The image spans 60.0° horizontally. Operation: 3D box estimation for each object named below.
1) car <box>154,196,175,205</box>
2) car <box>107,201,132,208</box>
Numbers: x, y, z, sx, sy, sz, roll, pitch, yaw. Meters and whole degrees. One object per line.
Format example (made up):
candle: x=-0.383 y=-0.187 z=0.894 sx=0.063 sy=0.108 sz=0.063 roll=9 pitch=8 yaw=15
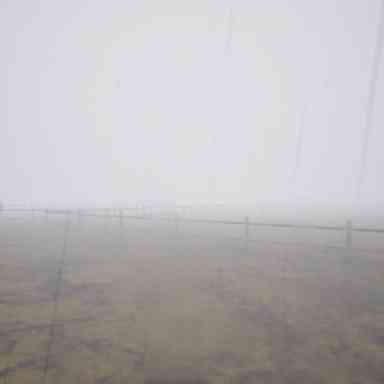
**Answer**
car: x=-6.234 y=1.932 z=75.270 sx=2.150 sy=2.045 sz=5.566 roll=-2 pitch=-1 yaw=36
car: x=-14.059 y=2.509 z=64.394 sx=2.033 sy=1.411 sz=5.357 roll=-2 pitch=-1 yaw=36
